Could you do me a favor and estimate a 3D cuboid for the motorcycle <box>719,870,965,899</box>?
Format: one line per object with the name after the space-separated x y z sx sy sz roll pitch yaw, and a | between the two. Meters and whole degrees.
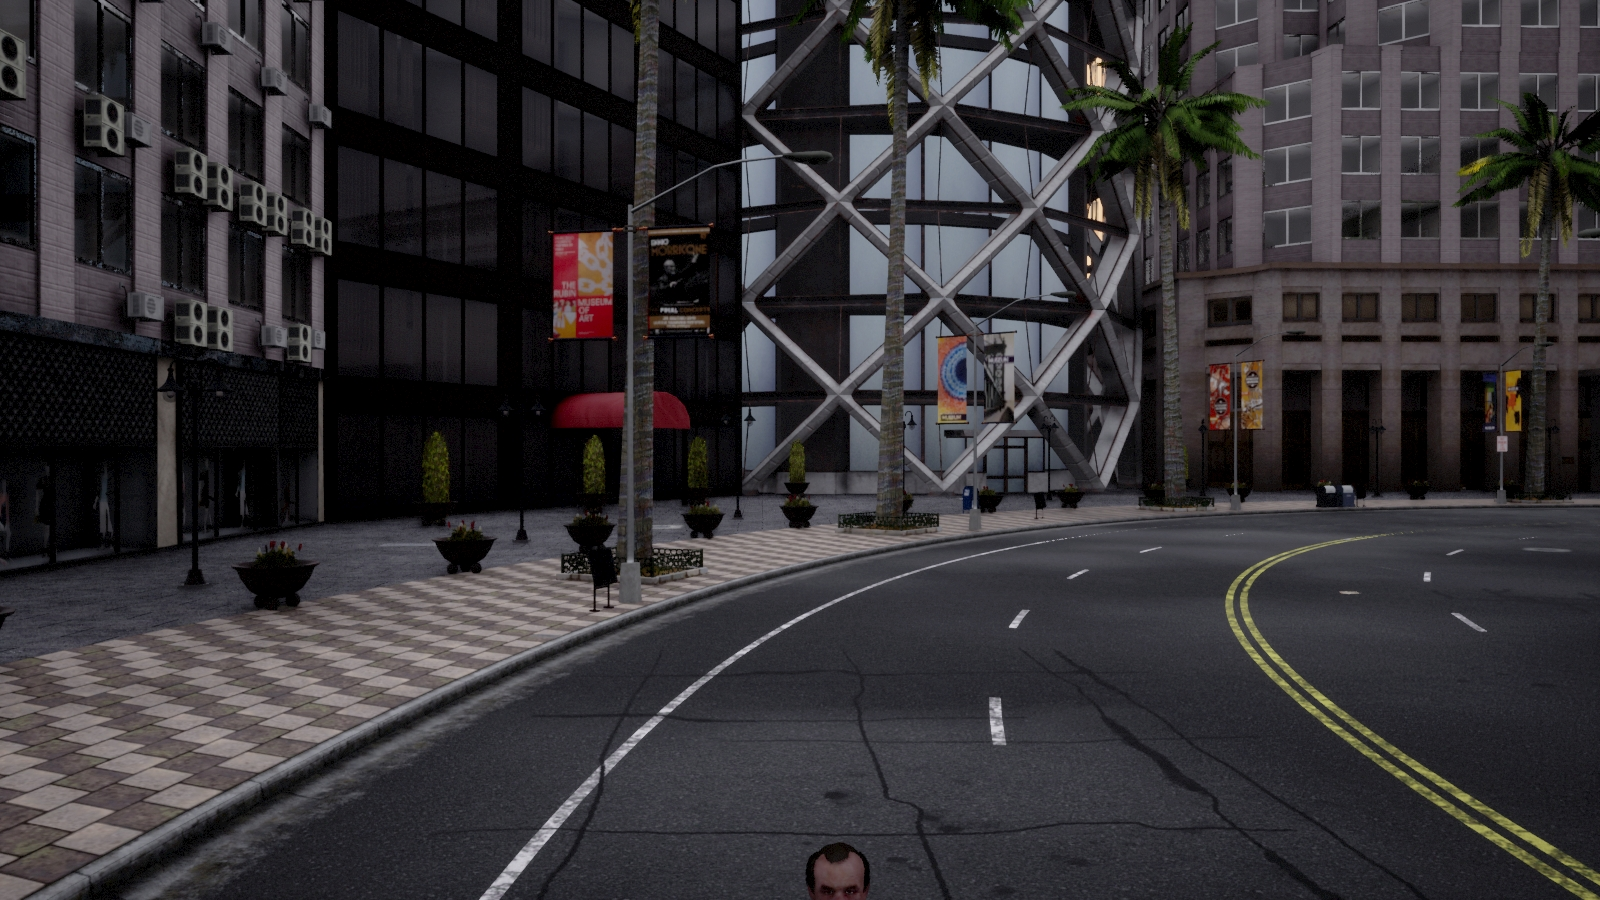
0.124 2.182 3.338 0.856 1.236 1.805 0 0 2 | motorcycle
